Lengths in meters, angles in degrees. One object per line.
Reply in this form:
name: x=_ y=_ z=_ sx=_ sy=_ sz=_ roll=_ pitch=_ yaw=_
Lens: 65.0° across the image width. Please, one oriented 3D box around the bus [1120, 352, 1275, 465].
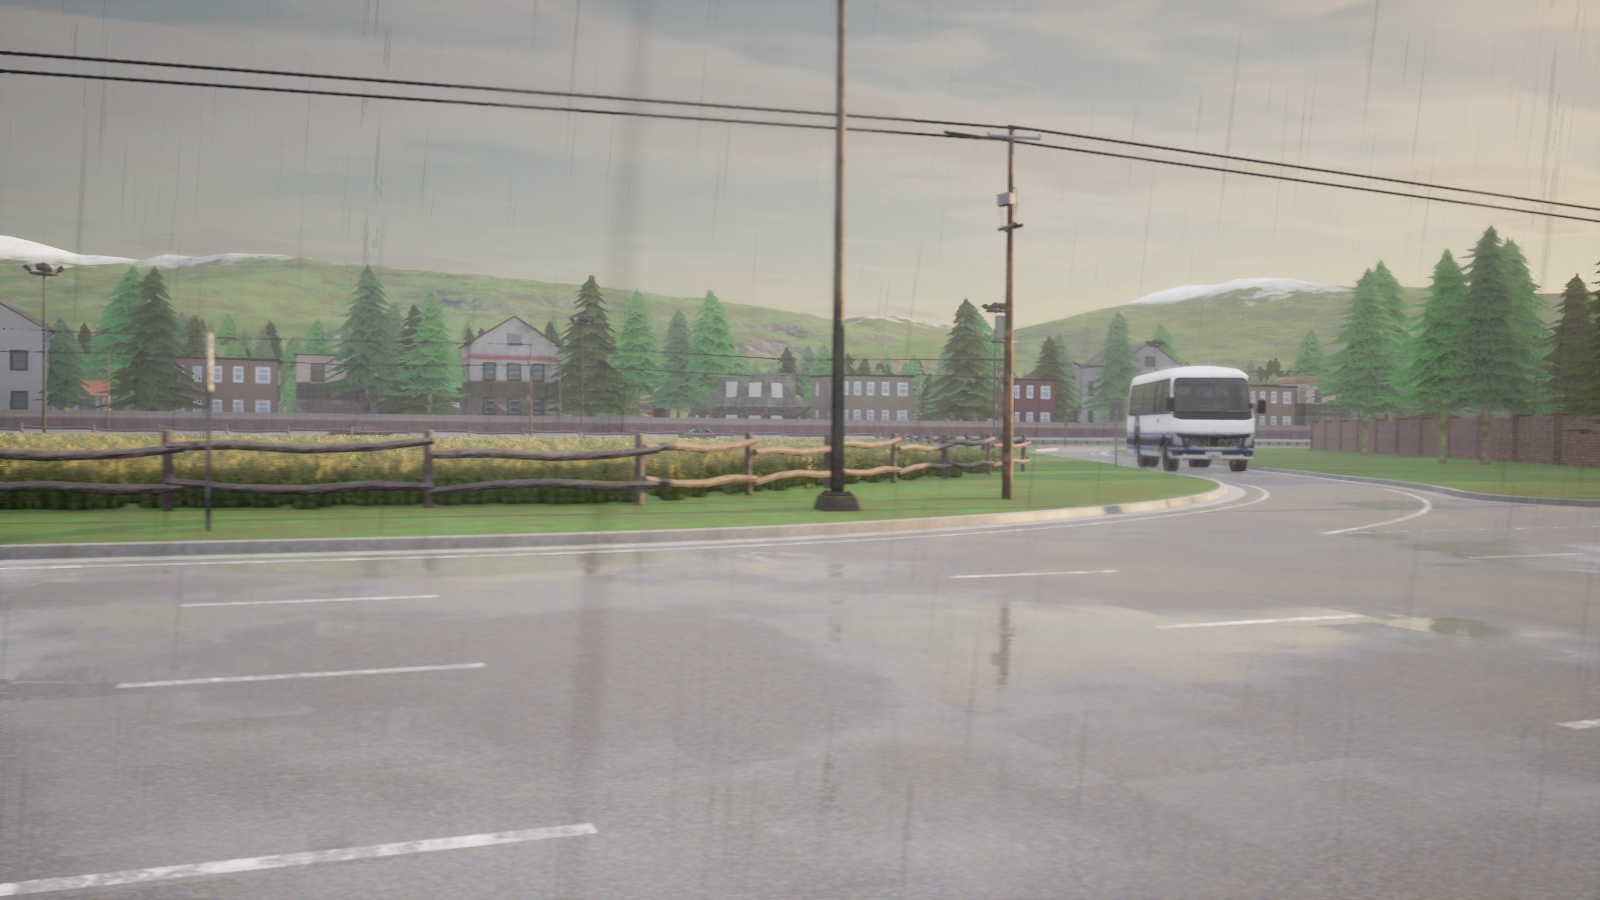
bus: x=16.407 y=-1.660 z=52.845 sx=3.944 sy=4.253 sz=10.273 roll=-1 pitch=1 yaw=5
